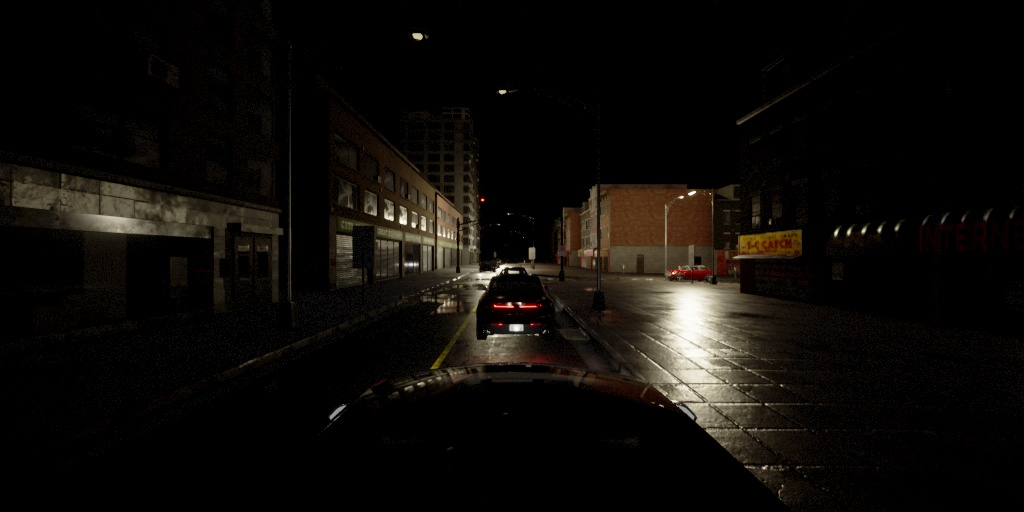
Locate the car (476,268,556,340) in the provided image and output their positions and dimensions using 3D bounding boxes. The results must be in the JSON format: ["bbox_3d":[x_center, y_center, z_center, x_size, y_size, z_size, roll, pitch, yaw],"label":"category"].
[{"bbox_3d":[0.085,1.255,9.935,1.837,1.490,4.892,0,0,0],"label":"car"}]

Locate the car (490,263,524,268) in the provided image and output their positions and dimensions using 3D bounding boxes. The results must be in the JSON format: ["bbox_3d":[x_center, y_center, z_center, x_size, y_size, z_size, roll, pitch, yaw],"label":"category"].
[{"bbox_3d":[0.093,1.298,19.546,2.033,1.411,5.357,0,0,0],"label":"car"}]

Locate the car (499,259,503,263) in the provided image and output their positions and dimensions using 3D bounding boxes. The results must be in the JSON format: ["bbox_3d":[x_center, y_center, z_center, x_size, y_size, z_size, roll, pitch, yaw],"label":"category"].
[{"bbox_3d":[-2.884,1.249,56.748,1.837,1.490,4.892,0,0,0],"label":"car"}]

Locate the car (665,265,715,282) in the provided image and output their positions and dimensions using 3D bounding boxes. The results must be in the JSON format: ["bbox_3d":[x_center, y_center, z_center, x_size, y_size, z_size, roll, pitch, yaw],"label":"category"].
[{"bbox_3d":[16.332,1.574,33.134,4.097,1.591,1.967,0,0,0],"label":"car"}]

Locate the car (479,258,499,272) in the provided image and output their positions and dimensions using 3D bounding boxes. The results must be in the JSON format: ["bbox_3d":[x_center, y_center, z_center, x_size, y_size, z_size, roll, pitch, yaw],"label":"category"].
[{"bbox_3d":[-2.880,1.228,43.089,1.882,1.535,5.008,0,0,0],"label":"car"}]
